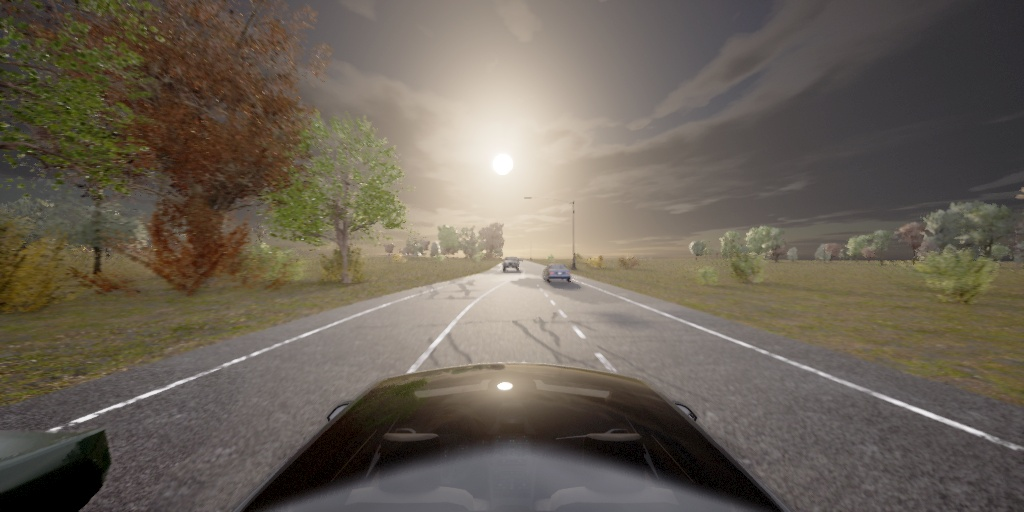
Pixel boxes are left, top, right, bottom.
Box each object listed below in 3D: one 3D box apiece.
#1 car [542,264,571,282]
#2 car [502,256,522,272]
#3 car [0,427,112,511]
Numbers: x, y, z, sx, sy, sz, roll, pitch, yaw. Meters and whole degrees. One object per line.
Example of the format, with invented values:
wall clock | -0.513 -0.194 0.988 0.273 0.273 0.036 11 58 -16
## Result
car | 3.506 1.313 28.693 2.033 1.411 5.357 0 0 0
car | -0.104 1.004 48.470 2.150 2.045 5.566 0 0 2
car | -3.594 1.350 0.107 1.895 1.301 4.718 0 0 -1
